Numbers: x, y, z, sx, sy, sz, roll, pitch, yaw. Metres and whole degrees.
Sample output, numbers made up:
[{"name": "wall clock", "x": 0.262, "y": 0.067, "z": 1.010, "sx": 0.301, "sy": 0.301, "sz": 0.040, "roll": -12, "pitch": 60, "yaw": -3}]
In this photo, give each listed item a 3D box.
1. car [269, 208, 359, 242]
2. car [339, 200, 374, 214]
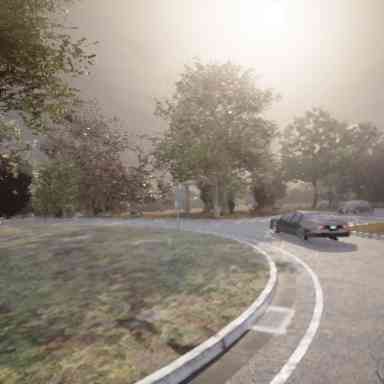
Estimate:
[{"name": "car", "x": 5.795, "y": 1.631, "z": 17.117, "sx": 2.033, "sy": 1.411, "sz": 5.357, "roll": -1, "pitch": 0, "yaw": -10}, {"name": "car", "x": 17.019, "y": 1.602, "z": 34.508, "sx": 4.892, "sy": 1.490, "sz": 1.837, "roll": 0, "pitch": -1, "yaw": -37}]
